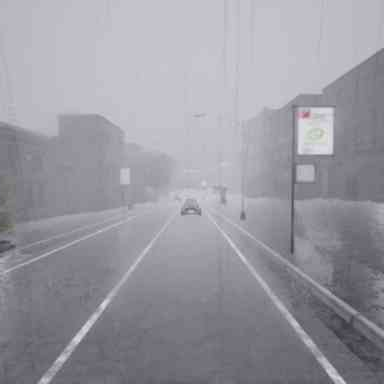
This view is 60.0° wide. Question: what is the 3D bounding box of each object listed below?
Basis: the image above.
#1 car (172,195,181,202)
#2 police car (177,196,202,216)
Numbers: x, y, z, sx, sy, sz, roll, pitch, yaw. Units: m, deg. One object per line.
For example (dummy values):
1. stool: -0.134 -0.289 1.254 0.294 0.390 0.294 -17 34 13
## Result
1. car: -3.311 1.393 73.735 1.994 1.385 4.181 0 0 0
2. police car: -0.073 1.522 31.888 2.038 1.542 4.974 0 1 0
